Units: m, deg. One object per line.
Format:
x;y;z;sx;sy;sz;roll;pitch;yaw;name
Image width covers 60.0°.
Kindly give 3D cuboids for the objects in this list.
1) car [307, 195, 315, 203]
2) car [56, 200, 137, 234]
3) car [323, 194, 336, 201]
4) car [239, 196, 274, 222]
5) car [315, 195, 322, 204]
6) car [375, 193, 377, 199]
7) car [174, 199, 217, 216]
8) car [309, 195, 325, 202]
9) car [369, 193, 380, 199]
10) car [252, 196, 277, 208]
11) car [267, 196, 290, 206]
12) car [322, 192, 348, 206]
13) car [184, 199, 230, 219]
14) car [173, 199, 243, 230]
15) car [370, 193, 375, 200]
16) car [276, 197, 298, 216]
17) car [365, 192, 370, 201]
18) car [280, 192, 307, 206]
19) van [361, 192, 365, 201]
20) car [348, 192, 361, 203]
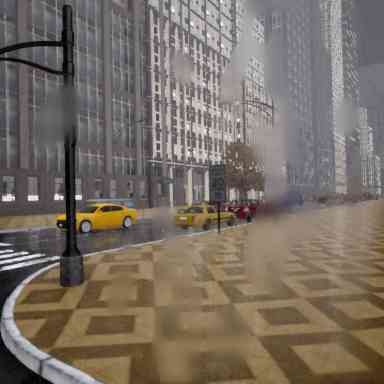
22.860;1.233;64.681;1.967;1.590;4.097;-2;-1;35;car
-5.436;1.441;19.406;1.882;1.535;5.008;-2;-1;35;car
32.441;1.271;78.460;1.887;1.381;4.507;-2;-1;35;car
3.965;1.206;23.440;1.967;1.590;4.097;-2;-1;35;car
21.688;1.154;53.262;1.882;1.535;5.008;-2;-1;35;car
39.146;1.061;73.798;1.947;1.339;4.313;-2;-1;35;car
0.416;1.492;32.387;1.752;1.417;4.829;-2;-1;35;car
26.055;1.315;69.274;1.887;1.381;4.507;-2;-1;35;car
45.520;1.005;82.969;2.008;1.369;4.403;-2;-1;35;car
10.089;1.328;46.308;1.967;1.590;4.097;-2;-1;35;car
13.284;1.408;50.900;1.887;1.381;4.507;-2;-1;35;car
20.009;1.159;46.500;1.752;1.417;4.829;-2;-1;35;car
1.414;1.429;29.257;1.812;1.442;4.674;-2;-1;35;car
0.876;1.318;18.993;1.752;1.417;4.829;-2;-1;35;car
35.916;0.833;69.241;2.192;1.841;5.009;-2;-1;35;car
7.155;1.320;28.024;1.802;1.307;4.206;-2;-1;35;car
32.709;0.980;64.669;1.967;1.590;4.097;-2;-1;35;car
13.924;1.022;47.106;2.150;2.045;5.566;-2;-1;35;car
29.504;0.904;60.095;1.690;1.788;3.998;-2;-1;35;van
26.291;1.027;55.528;1.967;1.590;4.097;-2;-1;35;car
